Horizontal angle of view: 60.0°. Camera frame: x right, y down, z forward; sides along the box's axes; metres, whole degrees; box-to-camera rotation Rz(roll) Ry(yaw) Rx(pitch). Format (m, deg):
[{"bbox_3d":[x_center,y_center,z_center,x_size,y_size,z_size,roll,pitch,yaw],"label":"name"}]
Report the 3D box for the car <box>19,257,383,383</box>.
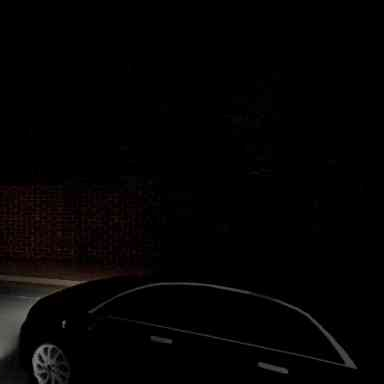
[{"bbox_3d":[0.198,1.507,3.637,4.892,1.490,1.837,1,0,29],"label":"car"}]
